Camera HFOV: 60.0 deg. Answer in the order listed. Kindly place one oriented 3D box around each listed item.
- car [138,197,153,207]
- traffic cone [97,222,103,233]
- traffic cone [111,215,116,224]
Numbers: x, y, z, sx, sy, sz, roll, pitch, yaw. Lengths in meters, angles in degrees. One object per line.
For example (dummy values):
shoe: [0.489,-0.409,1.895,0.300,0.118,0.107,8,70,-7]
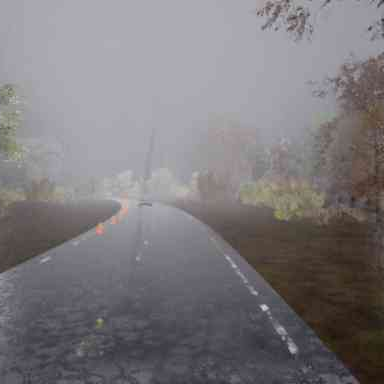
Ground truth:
car: [-6.613,1.382,46.821,2.033,1.411,5.357,0,0,-11]
traffic cone: [-4.931,1.898,17.758,0.340,0.580,0.340,0,0,-5]
traffic cone: [-5.372,1.880,22.683,0.340,0.580,0.340,0,0,-6]
